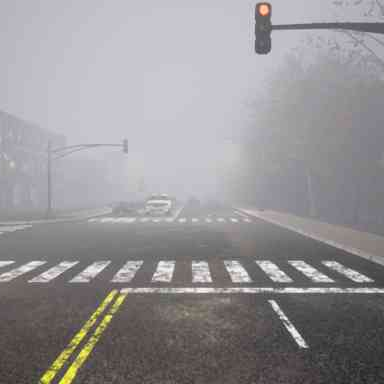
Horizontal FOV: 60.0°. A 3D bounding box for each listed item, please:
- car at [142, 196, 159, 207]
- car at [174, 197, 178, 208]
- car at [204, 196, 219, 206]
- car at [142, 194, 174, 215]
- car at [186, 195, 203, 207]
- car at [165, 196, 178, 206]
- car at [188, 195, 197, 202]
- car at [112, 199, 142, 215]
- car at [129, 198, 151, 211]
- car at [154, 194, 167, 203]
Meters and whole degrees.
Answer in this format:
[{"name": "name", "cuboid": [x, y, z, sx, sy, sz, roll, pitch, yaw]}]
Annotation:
[{"name": "car", "cuboid": [-6.528, 1.472, 52.621, 2.128, 1.511, 4.902, 0, 0, 0]}, {"name": "car", "cuboid": [-3.294, 1.586, 43.804, 1.895, 1.301, 4.718, 0, 0, 1]}, {"name": "car", "cuboid": [3.409, 1.581, 55.718, 1.895, 1.301, 4.718, 0, 0, 0]}, {"name": "car", "cuboid": [-3.307, 1.211, 33.747, 2.150, 2.045, 5.566, 0, 0, 0]}, {"name": "car", "cuboid": [0.153, 1.474, 50.520, 2.128, 1.511, 4.902, 0, 0, 0]}, {"name": "car", "cuboid": [-3.280, 1.486, 54.063, 1.837, 1.490, 4.892, 0, 0, 0]}, {"name": "car", "cuboid": [0.082, 1.448, 75.030, 1.882, 1.535, 5.008, 0, 0, 0]}, {"name": "car", "cuboid": [-6.560, 1.591, 33.155, 1.895, 1.301, 4.718, 0, 0, 0]}, {"name": "car", "cuboid": [-6.541, 1.550, 42.261, 1.994, 1.385, 4.181, 0, 0, 1]}, {"name": "car", "cuboid": [-6.434, 1.324, 68.185, 2.097, 1.767, 4.553, 0, 0, 0]}]
